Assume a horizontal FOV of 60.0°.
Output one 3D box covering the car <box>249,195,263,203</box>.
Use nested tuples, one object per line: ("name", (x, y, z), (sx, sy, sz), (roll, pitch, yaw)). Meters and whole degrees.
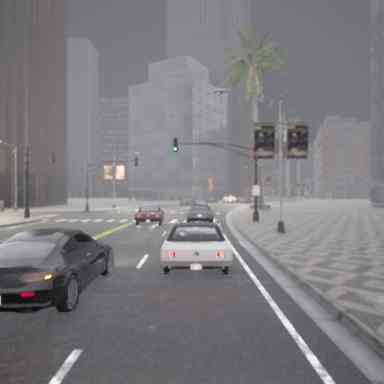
("car", (16.021, 1.682, 83.077), (2.097, 1.767, 4.553), (0, 0, 27))

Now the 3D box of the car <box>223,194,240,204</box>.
("car", (8.460, 1.519, 73.962), (2.150, 2.045, 5.566), (0, 0, 22))

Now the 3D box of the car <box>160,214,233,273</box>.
("car", (0.117, 1.625, 10.699), (1.895, 1.301, 4.718), (0, 0, 0))

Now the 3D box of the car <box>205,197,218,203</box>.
("car", (4.230, 1.779, 72.032), (1.837, 1.490, 4.892), (0, 0, 20))

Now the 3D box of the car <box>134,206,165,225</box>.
("car", (-3.047, 1.665, 24.645), (1.895, 1.301, 4.718), (0, 0, -2))

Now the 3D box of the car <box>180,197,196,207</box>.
("car", (-0.639, 1.711, 56.918), (1.837, 1.490, 4.892), (0, 0, 16))

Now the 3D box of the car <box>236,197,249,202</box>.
("car", (12.731, 1.907, 83.751), (1.895, 1.301, 4.718), (0, 0, 27))

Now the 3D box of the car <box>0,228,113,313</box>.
("car", (-3.141, 1.542, 7.553), (1.812, 1.442, 4.674), (0, 0, 0))

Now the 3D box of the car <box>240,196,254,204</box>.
("car", (11.813, 1.844, 73.607), (2.033, 1.411, 5.357), (0, 0, 22))

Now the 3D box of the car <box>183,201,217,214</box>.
("car", (0.690, 1.632, 25.397), (1.994, 1.385, 4.181), (0, 0, 4))
